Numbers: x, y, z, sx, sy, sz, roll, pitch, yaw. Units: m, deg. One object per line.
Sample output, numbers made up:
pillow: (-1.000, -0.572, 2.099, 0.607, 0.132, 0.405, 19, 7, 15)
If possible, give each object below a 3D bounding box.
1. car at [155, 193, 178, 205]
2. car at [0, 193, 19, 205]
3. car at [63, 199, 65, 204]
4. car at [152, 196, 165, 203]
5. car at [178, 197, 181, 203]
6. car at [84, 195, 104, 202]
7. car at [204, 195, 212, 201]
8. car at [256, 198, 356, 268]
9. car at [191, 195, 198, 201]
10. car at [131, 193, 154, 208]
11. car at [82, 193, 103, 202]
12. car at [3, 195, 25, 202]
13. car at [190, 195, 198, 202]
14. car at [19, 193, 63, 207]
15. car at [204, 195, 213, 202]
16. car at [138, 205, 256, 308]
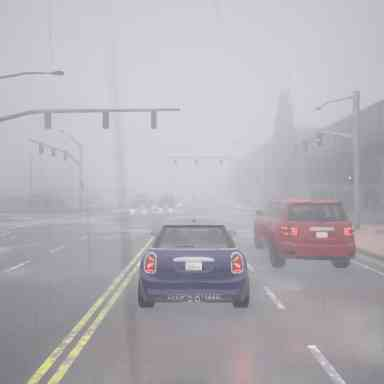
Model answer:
car: (-3.783, 1.221, 50.607, 2.150, 2.045, 5.566, 0, 0, 1)
car: (-39.110, 1.153, 70.134, 4.605, 1.855, 1.932, 0, 0, 0)
car: (-21.523, 1.156, 50.558, 3.866, 1.878, 1.905, 0, 0, 0)
car: (-6.807, 1.547, 68.406, 2.033, 1.411, 5.357, 0, 0, 2)
car: (-3.563, 1.526, 60.416, 1.812, 1.442, 4.674, 0, 0, 1)
car: (-21.583, 1.395, 73.076, 3.806, 1.475, 1.970, 0, 0, 0)
car: (4.170, 1.525, 87.756, 2.128, 1.511, 4.902, 0, 0, 1)
car: (3.535, 1.221, 11.433, 2.150, 2.045, 5.566, 0, 0, 2)
car: (0.669, 1.478, 87.748, 1.882, 1.535, 5.008, 0, 0, 1)
car: (-7.321, 1.221, 48.183, 2.150, 2.045, 5.566, 0, 0, 1)
car: (-21.590, 1.156, 70.181, 3.866, 1.878, 1.905, 0, 0, 0)
car: (-39.050, 1.364, 73.030, 3.905, 1.438, 1.784, 0, 0, 0)
car: (0.426, 1.500, 77.658, 1.837, 1.490, 4.892, 0, 0, 1)
car: (-21.573, 1.153, 47.663, 4.605, 1.855, 1.932, 0, 0, 0)
car: (3.922, 1.524, 77.476, 1.812, 1.442, 4.674, 0, 0, 1)
car: (0.040, 1.352, 8.092, 2.097, 1.767, 4.553, 0, 0, 0)
